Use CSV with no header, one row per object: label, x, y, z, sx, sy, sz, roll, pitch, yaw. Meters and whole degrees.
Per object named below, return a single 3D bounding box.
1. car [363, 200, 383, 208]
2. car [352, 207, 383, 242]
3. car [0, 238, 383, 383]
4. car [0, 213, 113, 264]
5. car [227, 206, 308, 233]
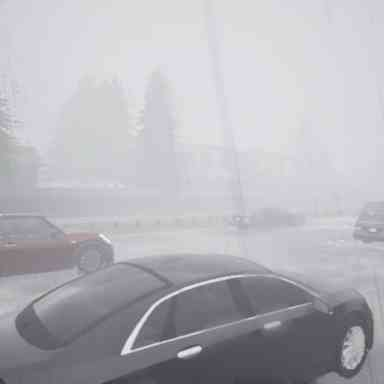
car,12.685,1.356,21.387,4.553,1.767,2.097,0,0,-35
car,9.197,1.551,14.602,5.357,1.411,2.033,0,0,-35
car,0.241,1.507,3.918,4.892,1.490,1.837,-1,0,-35
car,-4.496,1.352,9.139,4.553,1.767,2.097,0,0,-35
car,4.587,1.551,19.912,5.357,1.411,2.033,0,0,-35
